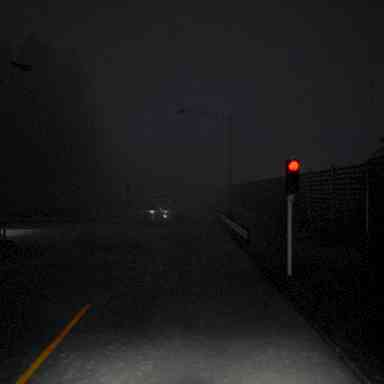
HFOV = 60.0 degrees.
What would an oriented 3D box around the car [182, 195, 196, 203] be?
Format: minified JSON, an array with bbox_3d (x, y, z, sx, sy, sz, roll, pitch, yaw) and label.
[{"bbox_3d":[-0.348,1.467,67.859,1.837,1.490,4.892,0,0,-5],"label":"car"}]

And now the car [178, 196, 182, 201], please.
[{"bbox_3d":[-4.298,1.496,77.345,5.357,1.411,2.033,0,0,40],"label":"car"}]

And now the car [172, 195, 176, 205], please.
[{"bbox_3d":[-4.249,1.321,54.068,2.097,1.767,4.553,0,0,0],"label":"car"}]

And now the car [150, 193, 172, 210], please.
[{"bbox_3d":[-4.231,1.196,43.934,2.150,2.045,5.566,0,0,0],"label":"car"}]

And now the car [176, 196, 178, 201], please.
[{"bbox_3d":[-4.221,1.488,65.466,1.812,1.442,4.674,0,0,0],"label":"car"}]
